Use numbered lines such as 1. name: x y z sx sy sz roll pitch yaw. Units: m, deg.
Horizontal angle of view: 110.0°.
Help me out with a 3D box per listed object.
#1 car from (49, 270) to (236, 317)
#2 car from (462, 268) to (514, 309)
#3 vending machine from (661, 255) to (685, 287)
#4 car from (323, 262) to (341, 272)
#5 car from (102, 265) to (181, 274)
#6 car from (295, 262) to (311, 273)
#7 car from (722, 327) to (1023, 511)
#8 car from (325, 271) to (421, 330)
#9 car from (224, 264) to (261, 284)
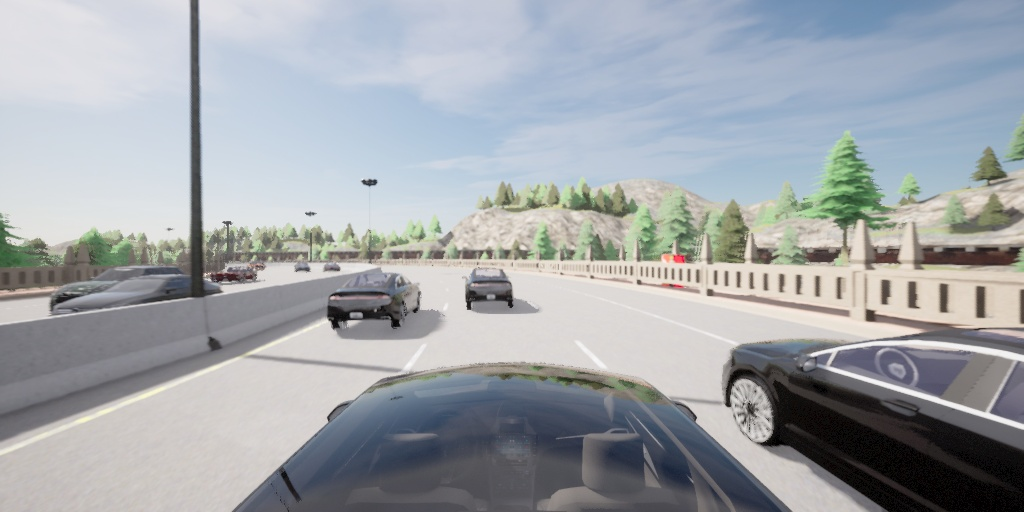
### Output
1. car: -11.328 1.342 11.353 1.812 1.442 4.674 0 0 -7
2. car: -1.071 1.254 15.235 2.128 1.511 4.902 0 0 -8
3. vending machine: 9.557 0.900 21.336 1.100 2.100 0.880 0 0 -10
4. car: -25.720 1.612 51.215 1.994 1.385 4.181 -1 0 -32
5. car: -15.291 1.198 14.466 2.097 1.767 4.553 0 0 -10
6. car: -30.377 1.649 52.000 2.033 1.411 5.357 -1 0 -34
7. car: 3.435 1.225 2.331 2.128 1.511 4.902 0 0 0
8. car: -4.093 1.268 11.330 2.128 1.511 4.902 0 0 -5
9. car: -22.628 1.547 29.403 1.895 1.301 4.718 0 0 -20
